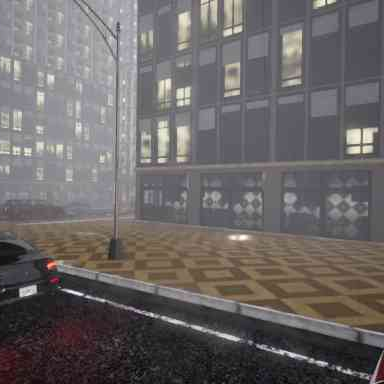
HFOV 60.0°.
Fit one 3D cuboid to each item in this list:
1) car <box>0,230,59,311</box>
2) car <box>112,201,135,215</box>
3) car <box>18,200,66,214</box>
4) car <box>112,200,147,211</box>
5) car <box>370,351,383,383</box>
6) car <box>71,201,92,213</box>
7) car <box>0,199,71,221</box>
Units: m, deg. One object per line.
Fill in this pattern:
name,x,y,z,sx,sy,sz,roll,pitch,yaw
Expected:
car,-4.674,1.522,7.001,4.674,1.442,1.812,0,0,35
car,-6.994,1.830,38.449,1.752,1.417,4.829,1,0,36
car,-17.290,1.643,38.599,1.752,1.417,4.829,1,0,36
car,-8.587,1.858,46.027,1.895,1.301,4.718,1,0,36
car,3.219,1.353,1.393,4.553,1.767,2.097,0,0,35
car,-13.874,1.743,38.848,1.994,1.385,4.181,1,0,37
car,-13.780,1.519,29.228,2.192,1.841,5.009,1,0,36
